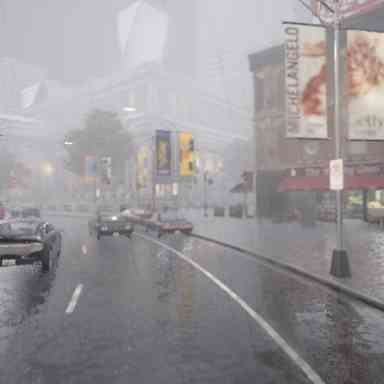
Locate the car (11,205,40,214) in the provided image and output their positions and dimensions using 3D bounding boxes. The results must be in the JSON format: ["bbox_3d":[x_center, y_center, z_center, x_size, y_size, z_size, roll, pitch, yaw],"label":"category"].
[{"bbox_3d":[-18.864,2.211,37.458,4.892,1.490,1.837,-2,-1,42],"label":"car"}]

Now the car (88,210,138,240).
[{"bbox_3d":[-4.818,1.915,19.156,1.895,1.301,4.718,0,-1,-24],"label":"car"}]

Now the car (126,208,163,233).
[{"bbox_3d":[-4.316,1.910,24.950,2.002,1.452,4.674,0,-1,-31],"label":"car"}]

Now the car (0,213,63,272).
[{"bbox_3d":[-5.556,1.704,11.230,2.128,1.511,4.902,0,-1,-16],"label":"car"}]

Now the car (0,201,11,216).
[{"bbox_3d":[-21.868,1.934,35.548,5.566,2.045,2.150,-1,-1,41],"label":"car"}]
